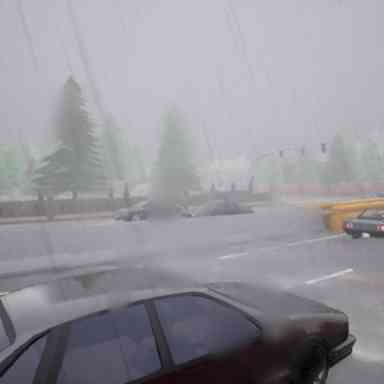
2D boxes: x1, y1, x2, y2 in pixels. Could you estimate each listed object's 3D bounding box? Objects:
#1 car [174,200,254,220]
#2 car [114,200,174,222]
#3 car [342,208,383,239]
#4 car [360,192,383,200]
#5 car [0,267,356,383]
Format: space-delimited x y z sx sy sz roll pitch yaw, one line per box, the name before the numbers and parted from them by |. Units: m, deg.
car | 1.771 1.266 22.426 5.357 1.411 2.033 -2 1 -35
car | -3.030 1.331 23.310 4.892 1.490 1.837 -2 1 -35
car | 8.499 1.300 14.085 4.718 1.301 1.895 -2 1 -35
car | 15.836 0.752 27.958 4.902 1.511 2.128 -2 1 -35
car | -0.571 1.549 3.338 5.357 1.411 2.033 0 0 -35
